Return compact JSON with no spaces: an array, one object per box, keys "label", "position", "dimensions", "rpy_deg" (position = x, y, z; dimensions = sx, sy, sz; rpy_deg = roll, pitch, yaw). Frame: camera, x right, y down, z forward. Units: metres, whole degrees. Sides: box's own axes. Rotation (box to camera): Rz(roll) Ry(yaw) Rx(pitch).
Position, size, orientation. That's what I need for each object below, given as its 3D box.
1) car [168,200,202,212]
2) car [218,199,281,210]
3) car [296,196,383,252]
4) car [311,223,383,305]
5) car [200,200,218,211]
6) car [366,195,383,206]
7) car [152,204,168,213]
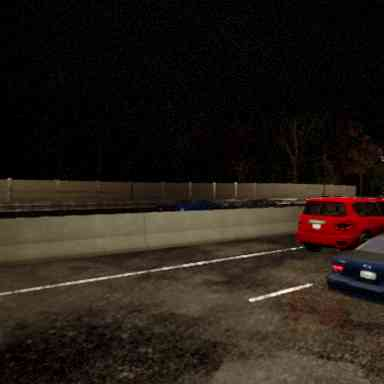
[{"label":"car","position":[0.675,1.486,30.271],"dimensions":[5.008,1.535,1.882],"rpy_deg":[0,0,-35]},{"label":"car","position":[4.540,1.361,24.429],"dimensions":[4.553,1.767,2.097],"rpy_deg":[0,0,-35]},{"label":"car","position":[6.306,1.227,12.545],"dimensions":[5.566,2.045,2.150],"rpy_deg":[0,0,-36]},{"label":"car","position":[5.228,1.550,7.480],"dimensions":[5.357,1.411,2.033],"rpy_deg":[0,0,-36]},{"label":"car","position":[3.123,1.573,27.717],"dimensions":[4.181,1.385,1.994],"rpy_deg":[0,0,-35]},{"label":"car","position":[31.897,1.406,56.748],"dimensions":[4.553,1.767,2.097],"rpy_deg":[0,0,-35]},{"label":"car","position":[-1.277,1.556,33.179],"dimensions":[5.357,1.411,2.033],"rpy_deg":[0,0,-35]}]
